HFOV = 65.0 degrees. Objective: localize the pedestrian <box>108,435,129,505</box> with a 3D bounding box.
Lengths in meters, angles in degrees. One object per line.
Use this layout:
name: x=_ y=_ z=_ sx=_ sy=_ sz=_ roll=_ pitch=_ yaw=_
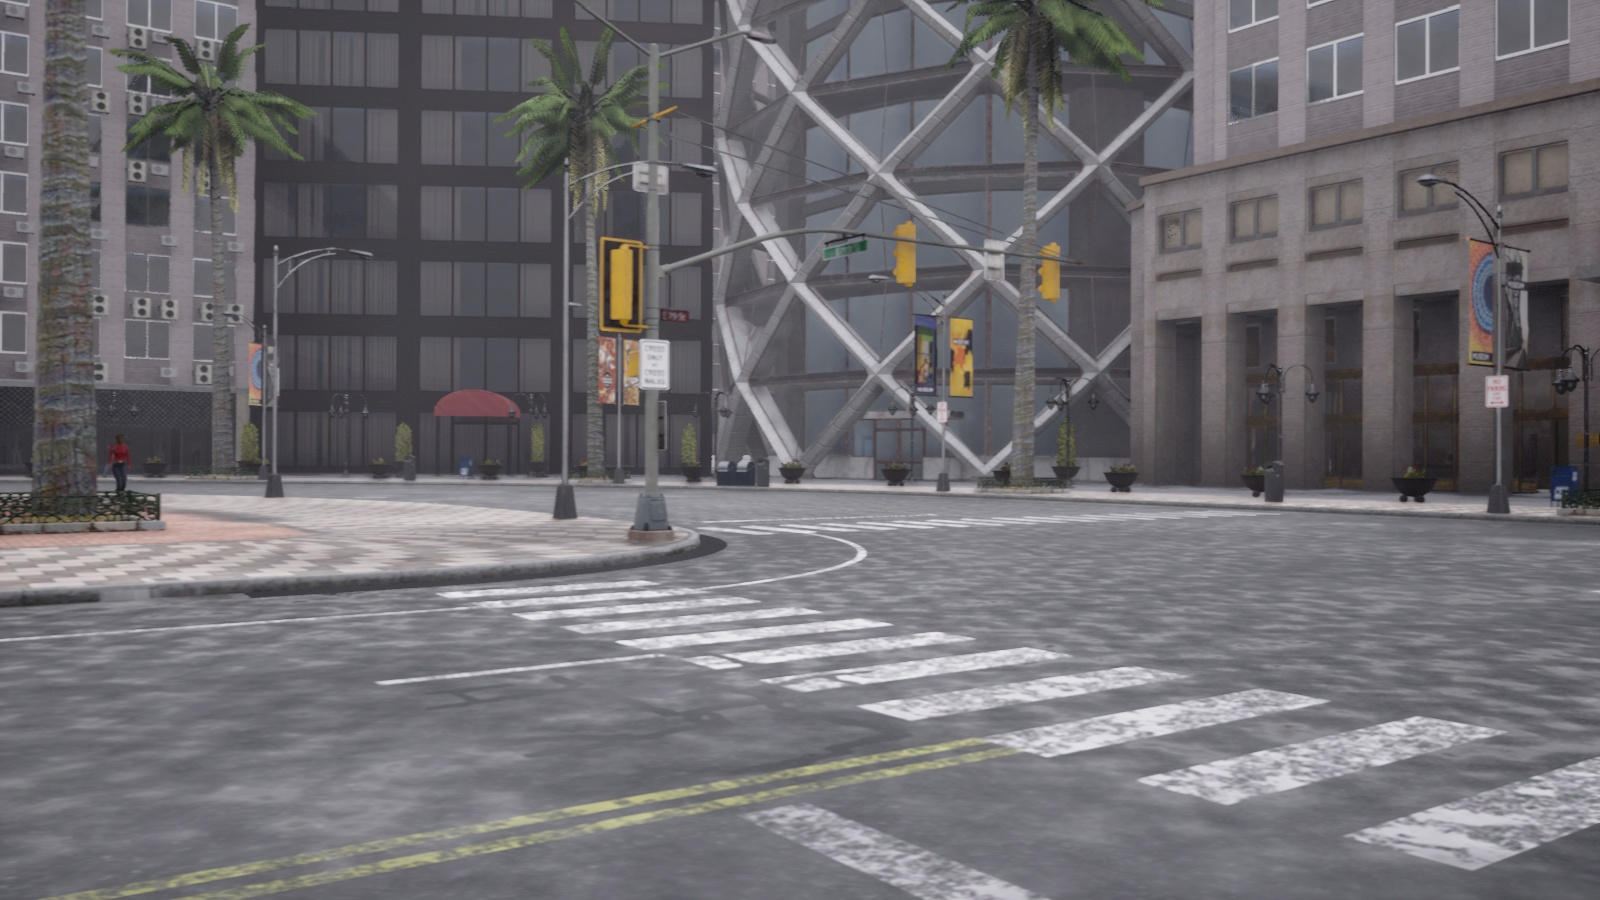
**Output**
pedestrian: x=-18.120 y=0.519 z=33.373 sx=0.331 sy=1.846 sz=0.636 roll=0 pitch=0 yaw=-44
